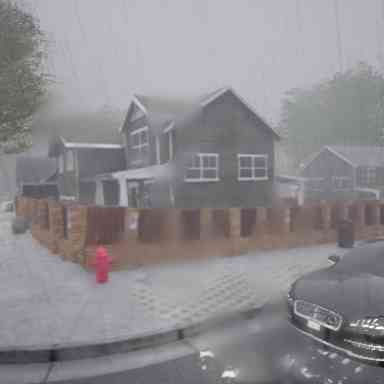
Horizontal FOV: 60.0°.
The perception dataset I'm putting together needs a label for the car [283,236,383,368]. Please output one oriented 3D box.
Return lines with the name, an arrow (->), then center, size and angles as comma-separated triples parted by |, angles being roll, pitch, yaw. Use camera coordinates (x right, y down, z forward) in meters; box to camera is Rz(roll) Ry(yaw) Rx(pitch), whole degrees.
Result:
car -> 3.701, 1.528, 5.590 | 4.892, 1.490, 1.837 | 1, 0, -30
